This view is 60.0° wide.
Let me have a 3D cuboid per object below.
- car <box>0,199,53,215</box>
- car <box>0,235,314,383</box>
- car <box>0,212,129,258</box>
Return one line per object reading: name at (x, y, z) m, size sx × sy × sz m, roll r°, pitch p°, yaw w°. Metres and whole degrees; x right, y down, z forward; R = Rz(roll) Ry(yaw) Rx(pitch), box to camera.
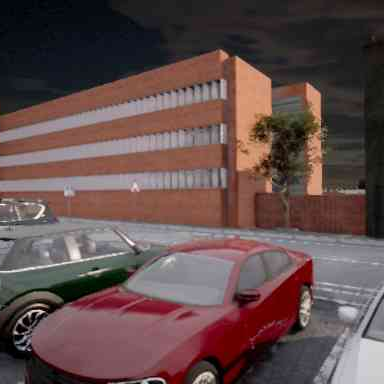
car at (-6.659, 1.256, 9.705) m, size 2.435 × 2.045 × 5.566 m, roll 0°, pitch 0°, yaw 35°
car at (0.264, 1.485, 4.812) m, size 2.097 × 1.535 × 5.008 m, roll 0°, pitch 0°, yaw 35°
car at (-2.059, 1.367, 6.422) m, size 2.185 × 1.767 × 4.553 m, roll 0°, pitch 0°, yaw 35°
